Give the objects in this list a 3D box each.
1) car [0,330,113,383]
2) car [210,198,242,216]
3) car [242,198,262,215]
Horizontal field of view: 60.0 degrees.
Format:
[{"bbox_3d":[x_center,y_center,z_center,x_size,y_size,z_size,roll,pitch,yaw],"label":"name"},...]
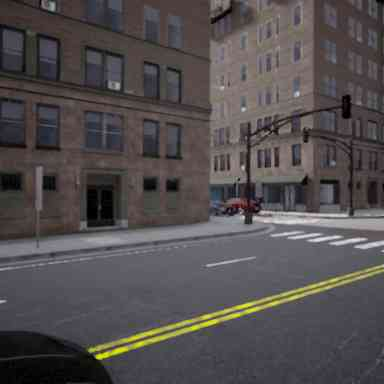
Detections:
[{"bbox_3d":[-2.797,1.495,1.453,5.008,1.535,1.882,0,0,-35],"label":"car"},{"bbox_3d":[1.899,1.344,28.573,1.994,1.385,4.181,0,0,-36],"label":"car"},{"bbox_3d":[4.203,1.275,30.881,1.882,1.535,5.008,0,0,-36],"label":"car"}]
